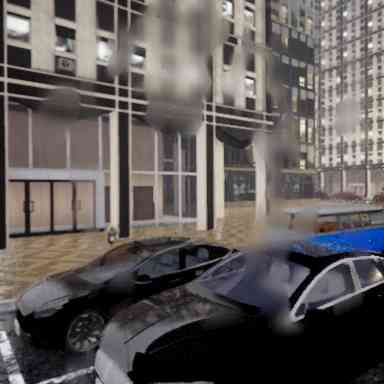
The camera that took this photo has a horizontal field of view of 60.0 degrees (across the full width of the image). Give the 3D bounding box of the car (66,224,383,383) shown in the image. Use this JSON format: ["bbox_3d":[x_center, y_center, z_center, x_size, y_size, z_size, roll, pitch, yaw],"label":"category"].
[{"bbox_3d":[1.242,1.464,4.264,4.902,1.511,2.128,-1,0,-36],"label":"car"}]

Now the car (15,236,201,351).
[{"bbox_3d":[-0.735,1.543,6.036,4.313,1.339,1.947,-1,0,-36],"label":"car"}]

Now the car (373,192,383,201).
[{"bbox_3d":[26.656,0.702,44.552,1.967,1.590,4.097,1,1,-36],"label":"car"}]

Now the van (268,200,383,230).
[{"bbox_3d":[3.861,1.274,9.317,3.998,1.788,1.690,-1,0,-36],"label":"van"}]

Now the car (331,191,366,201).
[{"bbox_3d":[23.404,0.736,49.082,1.802,1.307,4.206,1,1,-36],"label":"car"}]

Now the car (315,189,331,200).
[{"bbox_3d":[20.161,0.362,53.610,2.192,1.841,5.009,1,1,-36],"label":"car"}]

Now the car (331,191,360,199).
[{"bbox_3d":[26.929,0.552,58.545,1.802,1.307,4.206,1,1,-36],"label":"car"}]
